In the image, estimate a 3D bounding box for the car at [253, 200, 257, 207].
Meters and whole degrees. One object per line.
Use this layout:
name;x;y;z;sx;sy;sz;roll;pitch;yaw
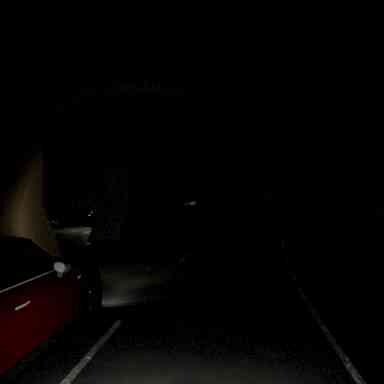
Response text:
car;10.330;2.118;60.925;1.812;1.442;4.674;0;0;34

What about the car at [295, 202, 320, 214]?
car;14.325;1.979;41.160;2.033;1.411;5.357;0;-1;34

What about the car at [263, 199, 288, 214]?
car;10.492;1.772;41.534;2.097;1.767;4.553;0;-1;32

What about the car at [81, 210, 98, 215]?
car;-5.685;1.550;24.662;2.097;1.767;4.553;0;-1;19

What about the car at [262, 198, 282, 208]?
car;14.837;1.968;61.404;2.097;1.767;4.553;0;-1;34

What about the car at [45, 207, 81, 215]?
car;-9.627;1.737;23.866;1.994;1.385;4.181;0;-1;18

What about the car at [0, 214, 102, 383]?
car;-2.901;1.381;4.498;2.097;1.767;4.553;0;-1;6
